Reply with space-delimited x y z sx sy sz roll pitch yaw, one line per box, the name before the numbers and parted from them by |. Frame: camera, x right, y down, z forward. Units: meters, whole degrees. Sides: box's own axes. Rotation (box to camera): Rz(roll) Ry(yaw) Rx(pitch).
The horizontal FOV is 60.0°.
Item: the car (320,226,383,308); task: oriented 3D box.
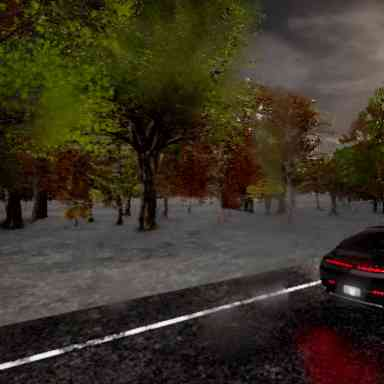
car | 4.804 1.501 7.300 4.892 1.490 1.837 0 0 -36
